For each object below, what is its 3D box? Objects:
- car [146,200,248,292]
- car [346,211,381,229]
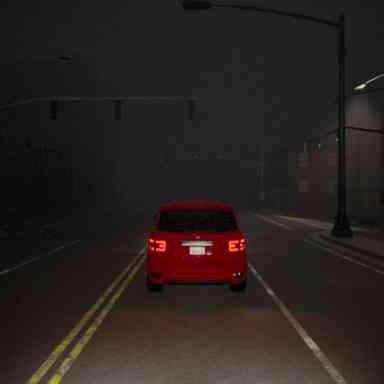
[{"bbox_3d":[0.101,1.220,9.060,2.150,2.045,5.566,0,0,0],"label":"car"},{"bbox_3d":[15.435,2.484,29.654,4.902,1.511,2.128,8,0,0],"label":"car"}]
